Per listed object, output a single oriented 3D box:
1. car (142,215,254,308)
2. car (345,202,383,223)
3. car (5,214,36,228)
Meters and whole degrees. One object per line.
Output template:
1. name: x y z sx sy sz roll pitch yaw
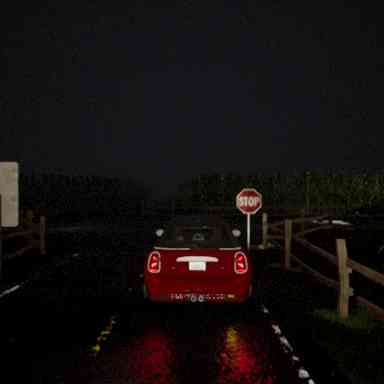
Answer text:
1. car: 0.150 1.347 8.096 2.097 1.767 4.553 0 0 1
2. car: 13.242 1.439 23.741 4.181 1.385 1.994 0 0 0
3. car: -12.406 1.682 20.815 4.718 1.301 1.895 0 0 0
